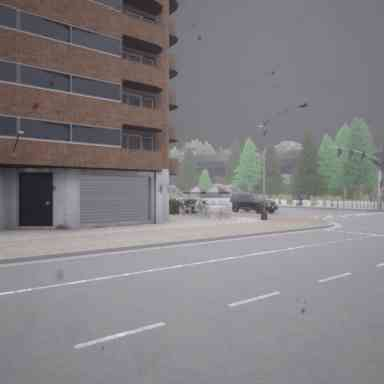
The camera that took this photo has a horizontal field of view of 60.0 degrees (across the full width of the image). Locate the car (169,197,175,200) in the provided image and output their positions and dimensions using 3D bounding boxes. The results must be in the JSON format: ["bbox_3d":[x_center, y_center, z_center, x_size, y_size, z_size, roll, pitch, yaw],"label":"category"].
[{"bbox_3d":[-5.151,1.422,57.101,5.008,1.535,1.882,0,0,29],"label":"car"}]

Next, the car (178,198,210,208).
[{"bbox_3d":[0.246,1.545,48.554,1.895,1.301,4.718,0,0,-44],"label":"car"}]

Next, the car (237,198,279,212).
[{"bbox_3d":[7.638,1.449,39.147,1.837,1.490,4.892,0,0,-37],"label":"car"}]

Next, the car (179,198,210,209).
[{"bbox_3d":[0.429,1.508,42.836,1.994,1.385,4.181,0,0,-39],"label":"car"}]

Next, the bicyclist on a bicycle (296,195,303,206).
[{"bbox_3d":[15.345,1.245,47.341,1.656,1.620,0.582,0,0,-36],"label":"bicyclist on a bicycle"}]

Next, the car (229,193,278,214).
[{"bbox_3d":[6.328,1.166,35.031,2.150,2.045,5.566,0,0,-38],"label":"car"}]
